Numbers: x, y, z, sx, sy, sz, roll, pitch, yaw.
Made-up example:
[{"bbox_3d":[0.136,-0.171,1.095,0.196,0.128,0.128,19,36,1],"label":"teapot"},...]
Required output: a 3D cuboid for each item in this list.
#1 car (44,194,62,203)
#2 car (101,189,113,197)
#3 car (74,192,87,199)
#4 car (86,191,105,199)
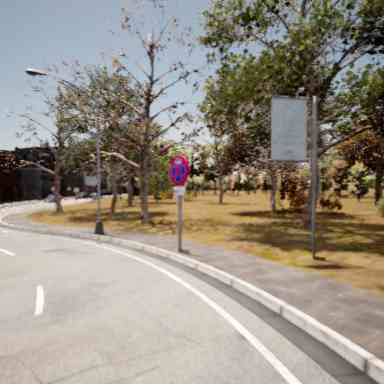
[{"bbox_3d":[-26.402,1.218,63.189,2.128,1.511,4.902,-1,6,0],"label":"car"},{"bbox_3d":[-23.013,0.234,89.650,2.150,2.045,5.566,-1,1,0],"label":"car"},{"bbox_3d":[-26.324,0.812,79.065,2.097,1.767,4.553,-1,1,0],"label":"car"},{"bbox_3d":[-23.067,0.983,79.655,1.895,1.301,4.718,-1,1,0],"label":"car"}]
